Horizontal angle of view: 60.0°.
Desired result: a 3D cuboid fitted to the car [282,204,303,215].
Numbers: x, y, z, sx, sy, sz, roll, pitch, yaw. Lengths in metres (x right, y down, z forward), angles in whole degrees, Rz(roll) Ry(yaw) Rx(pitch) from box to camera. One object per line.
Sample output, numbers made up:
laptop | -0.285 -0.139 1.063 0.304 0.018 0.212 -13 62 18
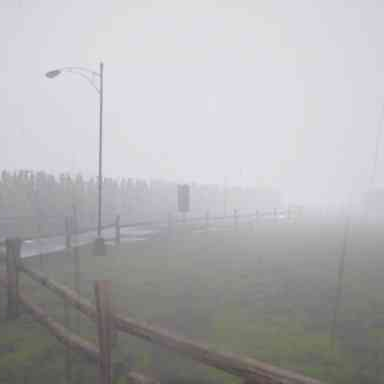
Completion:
car | 14.916 2.585 49.372 1.882 1.535 5.008 0 -2 36
